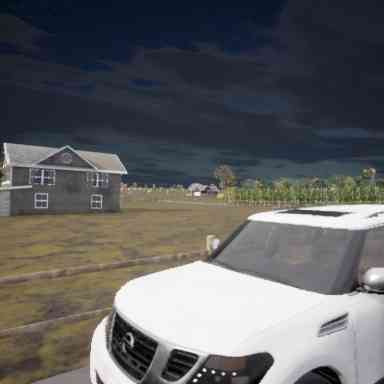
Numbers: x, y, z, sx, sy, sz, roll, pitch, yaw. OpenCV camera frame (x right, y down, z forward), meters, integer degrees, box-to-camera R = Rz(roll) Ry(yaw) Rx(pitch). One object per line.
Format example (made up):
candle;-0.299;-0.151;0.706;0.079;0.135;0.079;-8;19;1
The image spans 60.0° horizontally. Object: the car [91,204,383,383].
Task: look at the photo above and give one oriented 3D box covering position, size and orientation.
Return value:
car;1.648;1.224;4.246;5.566;2.045;2.150;0;0;-35
